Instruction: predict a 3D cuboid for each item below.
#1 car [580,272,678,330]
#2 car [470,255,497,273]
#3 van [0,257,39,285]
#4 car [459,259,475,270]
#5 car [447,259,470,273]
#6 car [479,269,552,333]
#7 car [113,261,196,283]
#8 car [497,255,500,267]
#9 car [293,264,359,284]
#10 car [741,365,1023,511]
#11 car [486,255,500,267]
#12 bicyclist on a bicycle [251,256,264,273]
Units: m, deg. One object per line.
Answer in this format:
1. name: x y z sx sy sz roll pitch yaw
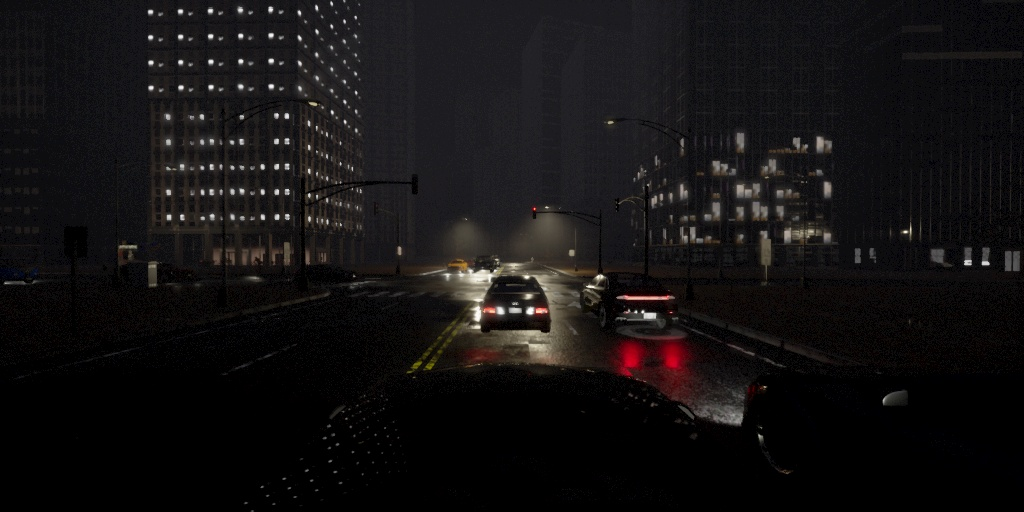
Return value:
1. car: 3.359 1.238 11.125 2.128 1.511 4.902 0 0 0
2. car: -3.291 0.937 42.924 2.150 2.045 5.566 0 0 0
3. van: -33.905 0.959 23.672 3.998 1.789 1.690 0 0 2
4. car: -6.526 1.223 52.660 1.812 1.442 4.674 0 0 0
5. car: -6.540 1.193 43.248 1.882 1.535 5.008 0 0 0
6. car: 0.111 1.294 10.713 2.033 1.411 5.357 0 0 1
7. car: -25.875 1.112 26.045 5.008 1.535 1.882 0 0 2
8. car: -3.276 1.048 52.878 2.097 1.767 4.553 0 0 0
9. car: -13.295 1.258 25.720 4.181 1.385 1.994 0 0 1
10. car: 3.354 1.314 1.969 1.994 1.385 4.181 0 0 0
11. car: -3.253 0.896 63.106 2.150 2.045 5.566 0 0 0
12. bicyclist on a bicycle: -24.659 0.867 34.749 0.582 1.620 1.656 0 1 1
